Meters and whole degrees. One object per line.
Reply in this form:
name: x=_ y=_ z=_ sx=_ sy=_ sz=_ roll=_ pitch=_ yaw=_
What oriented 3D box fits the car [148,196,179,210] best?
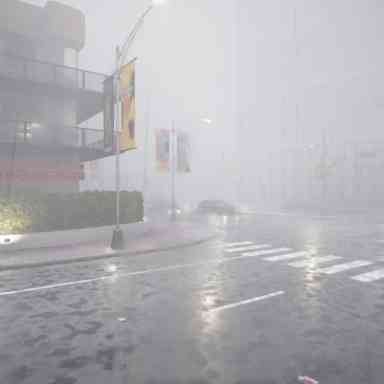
car: x=-3.354 y=1.564 z=42.093 sx=1.994 sy=1.385 sz=4.181 roll=0 pitch=0 yaw=-35

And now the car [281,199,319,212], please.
car: x=12.730 y=1.525 z=39.464 sx=1.812 sy=1.442 sz=4.674 roll=0 pitch=0 yaw=-35

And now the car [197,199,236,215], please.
car: x=2.421 y=1.505 z=33.824 sx=1.837 sy=1.490 sz=4.892 roll=0 pitch=0 yaw=-35
